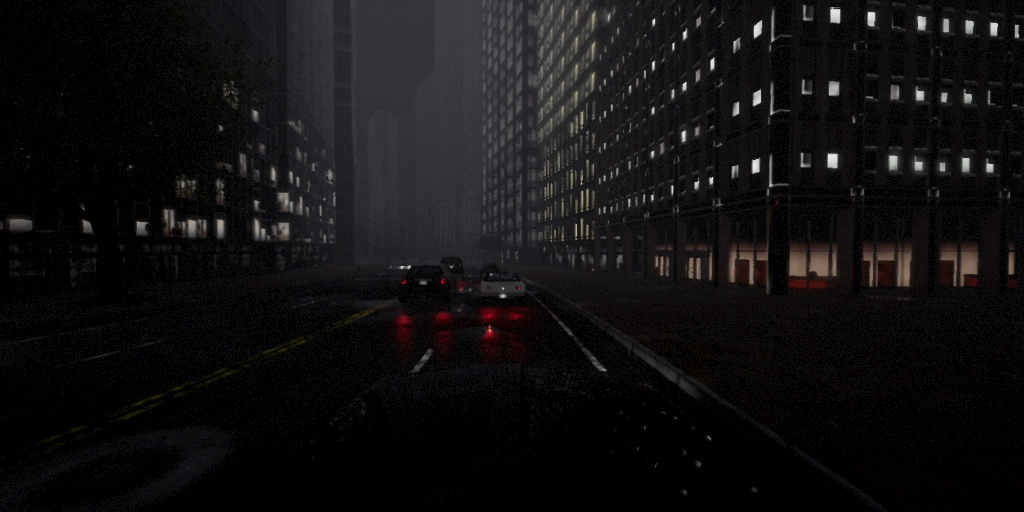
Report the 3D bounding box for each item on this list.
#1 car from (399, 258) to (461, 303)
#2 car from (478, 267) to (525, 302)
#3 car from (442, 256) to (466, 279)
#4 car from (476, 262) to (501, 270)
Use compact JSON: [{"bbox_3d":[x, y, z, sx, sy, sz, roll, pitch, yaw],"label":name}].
[{"bbox_3d":[-3.761,1.112,16.727,2.097,1.767,4.553,0,0,-4],"label":"car"},{"bbox_3d":[-0.522,1.358,17.005,1.895,1.301,4.718,0,0,-4],"label":"car"},{"bbox_3d":[-5.283,1.003,31.817,2.150,2.045,5.566,0,0,-8],"label":"car"},{"bbox_3d":[-2.057,1.254,32.222,1.837,1.490,4.892,0,0,-8],"label":"car"}]
